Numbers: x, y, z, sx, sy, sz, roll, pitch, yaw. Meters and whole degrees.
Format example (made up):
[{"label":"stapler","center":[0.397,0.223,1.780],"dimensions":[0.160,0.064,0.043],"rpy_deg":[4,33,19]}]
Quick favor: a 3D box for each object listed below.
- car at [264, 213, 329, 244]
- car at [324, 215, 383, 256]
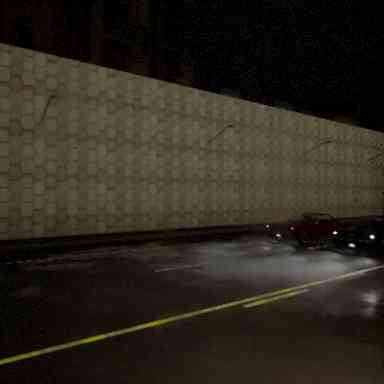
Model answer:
[{"label":"car","center":[5.826,1.729,16.747],"dimensions":[4.718,1.301,1.895],"rpy_deg":[1,0,-35]},{"label":"car","center":[7.857,1.729,13.896],"dimensions":[4.718,1.301,1.895],"rpy_deg":[1,0,-35]}]
